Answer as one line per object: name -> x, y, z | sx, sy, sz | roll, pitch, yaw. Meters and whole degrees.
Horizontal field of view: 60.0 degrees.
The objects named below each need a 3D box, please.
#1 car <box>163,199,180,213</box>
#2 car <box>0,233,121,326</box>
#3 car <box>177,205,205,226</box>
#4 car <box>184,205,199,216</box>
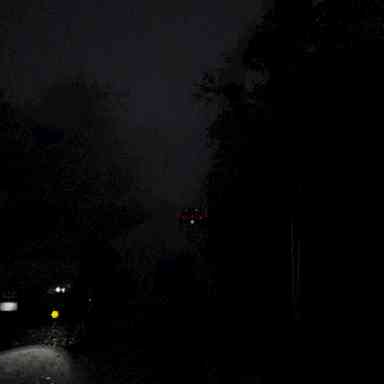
car -> -3.022, 2.120, 49.736 | 2.150, 2.045, 5.566 | 0, -1, 0
car -> -2.865, 1.618, 7.187 | 1.994, 1.385, 4.181 | 0, -1, 0
car -> 0.017, 1.924, 26.384 | 1.895, 1.301, 4.718 | 0, -1, 0
car -> -0.076, 2.289, 42.382 | 1.895, 1.301, 4.718 | 0, -2, 0
